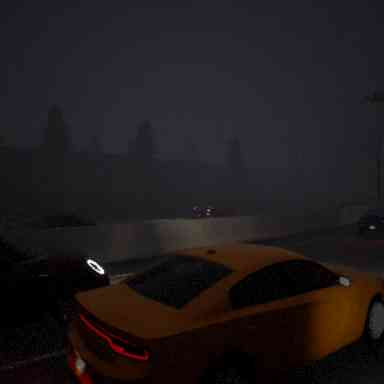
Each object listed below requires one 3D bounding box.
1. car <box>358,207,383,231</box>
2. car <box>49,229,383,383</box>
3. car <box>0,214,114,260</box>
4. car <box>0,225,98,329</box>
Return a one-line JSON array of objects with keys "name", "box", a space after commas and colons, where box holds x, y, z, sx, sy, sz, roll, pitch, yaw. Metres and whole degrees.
[{"name": "car", "box": [10.576, 1.571, 18.196, 1.812, 1.442, 4.674, 0, 0, 44]}, {"name": "car", "box": [0.902, 1.491, 4.685, 5.008, 1.535, 1.882, 0, 0, -37]}, {"name": "car", "box": [-5.650, 1.644, 13.061, 4.718, 1.301, 1.895, 0, 0, -38]}, {"name": "car", "box": [-3.734, 1.373, 5.587, 4.553, 1.767, 2.097, 0, 0, -36]}]
